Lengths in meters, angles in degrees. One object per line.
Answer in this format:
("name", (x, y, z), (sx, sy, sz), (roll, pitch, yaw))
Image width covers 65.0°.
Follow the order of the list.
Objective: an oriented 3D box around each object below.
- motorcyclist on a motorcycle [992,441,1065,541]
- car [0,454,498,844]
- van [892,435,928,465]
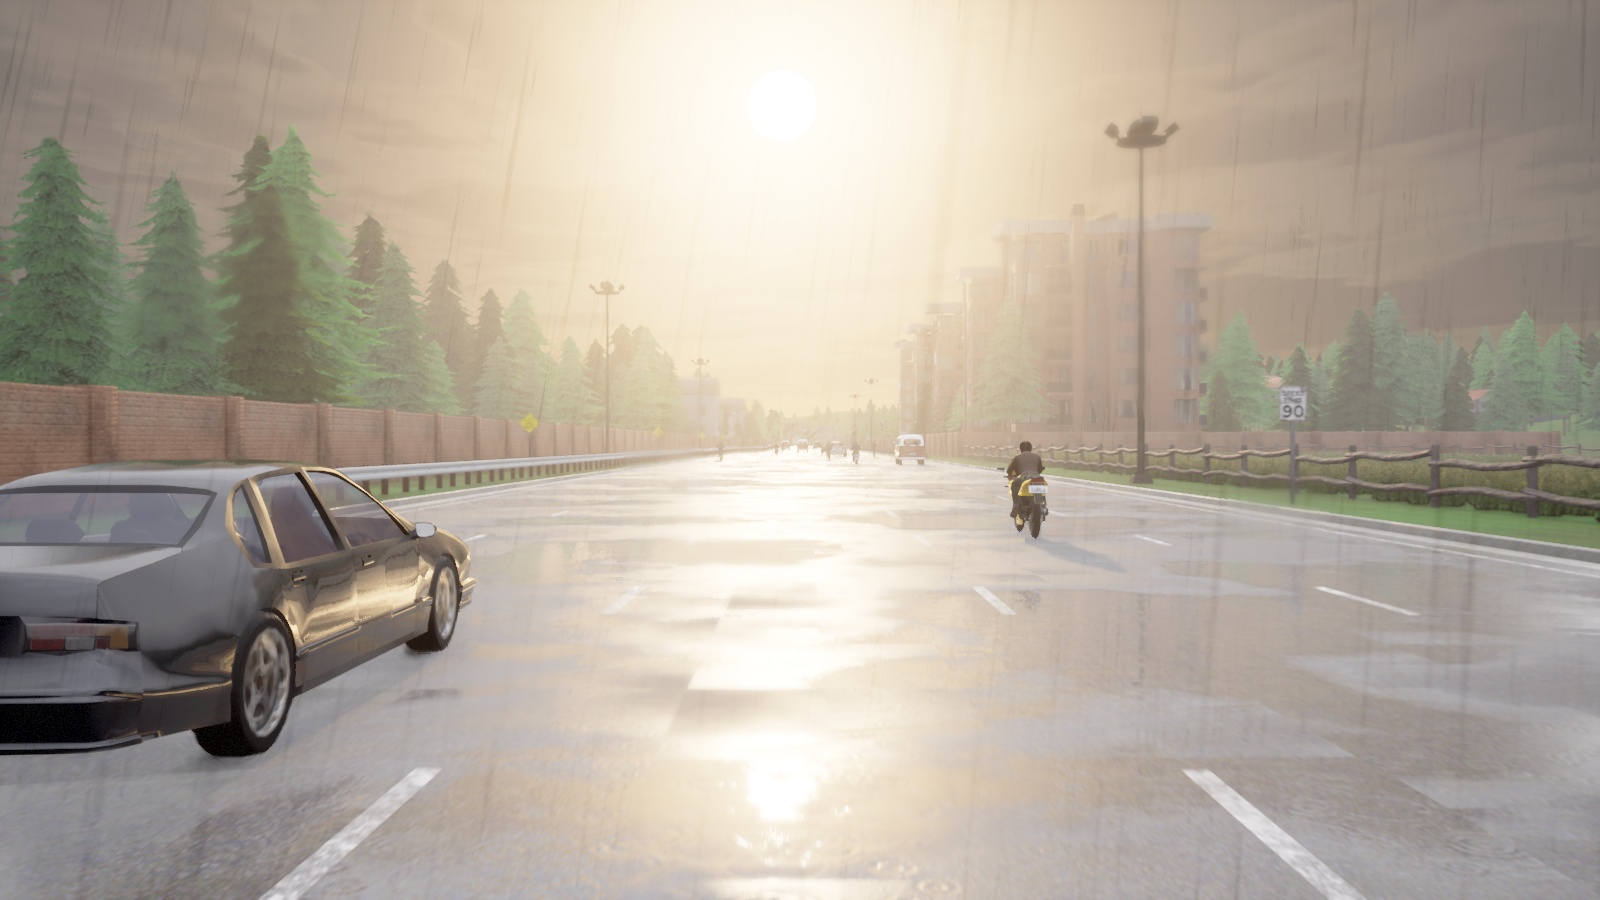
("motorcyclist on a motorcycle", (3.630, 0.618, 20.097), (0.797, 1.523, 2.044), (0, 0, 0))
("car", (-3.443, 0.750, 7.366), (2.033, 1.411, 5.357), (0, 0, 0))
("van", (7.457, -0.007, 85.624), (2.069, 2.038, 4.480), (0, 0, 0))
